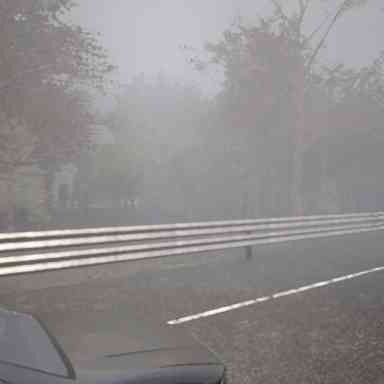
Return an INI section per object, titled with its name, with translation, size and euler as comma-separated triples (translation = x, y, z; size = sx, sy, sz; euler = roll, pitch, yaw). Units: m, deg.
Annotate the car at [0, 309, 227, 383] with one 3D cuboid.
[car]
translation = -2.215, 1.542, 2.170
size = 5.357, 1.411, 2.033
euler = 1, 0, -35
